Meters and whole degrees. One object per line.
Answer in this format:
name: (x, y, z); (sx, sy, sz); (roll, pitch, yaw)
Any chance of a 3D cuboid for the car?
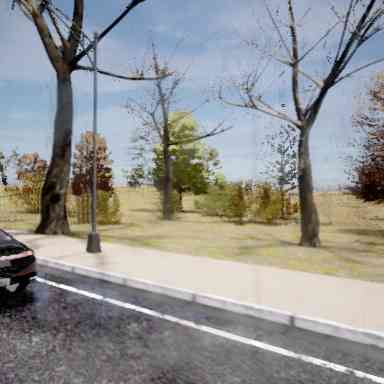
car: (-5.429, 1.417, 7.442); (4.902, 1.511, 2.128); (1, 0, 36)
